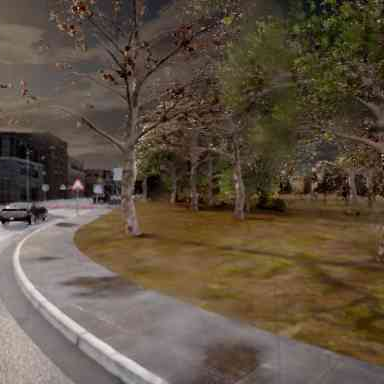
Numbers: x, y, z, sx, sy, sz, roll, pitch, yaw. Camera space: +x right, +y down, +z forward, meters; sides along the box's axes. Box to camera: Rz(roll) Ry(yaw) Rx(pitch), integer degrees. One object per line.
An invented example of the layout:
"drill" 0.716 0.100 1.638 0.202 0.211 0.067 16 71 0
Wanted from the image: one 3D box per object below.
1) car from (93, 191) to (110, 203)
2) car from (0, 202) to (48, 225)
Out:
"car" -15.488 0.753 56.832 2.150 2.045 5.566 0 1 -6
"car" -11.800 1.467 23.654 2.128 1.511 4.902 0 1 -7
